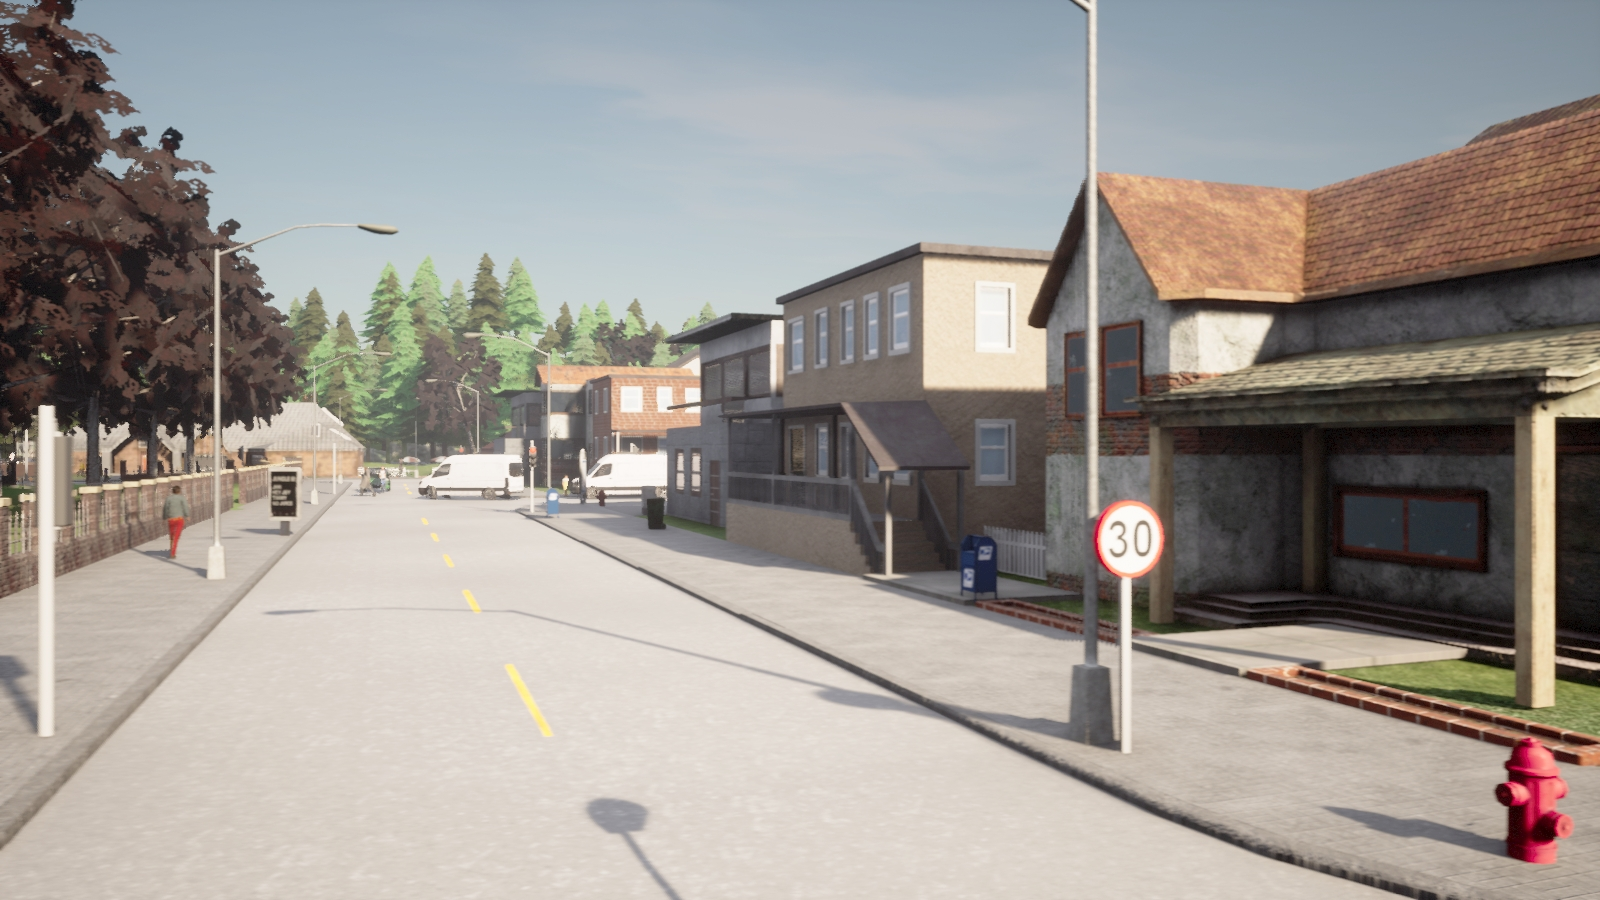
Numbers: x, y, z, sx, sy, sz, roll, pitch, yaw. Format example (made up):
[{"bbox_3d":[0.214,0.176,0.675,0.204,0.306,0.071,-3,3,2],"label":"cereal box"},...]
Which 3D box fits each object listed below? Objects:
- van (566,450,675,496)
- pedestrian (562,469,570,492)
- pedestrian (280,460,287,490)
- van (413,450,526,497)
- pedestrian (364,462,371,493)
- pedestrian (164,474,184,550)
[{"bbox_3d":[-10.295,1.315,65.694,5.915,2.561,1.988,0,0,-20],"label":"van"},{"bbox_3d":[-13.761,1.797,67.160,0.375,1.300,0.375,0,0,-29],"label":"pedestrian"},{"bbox_3d":[-31.809,1.525,70.346,0.375,1.860,0.375,0,0,-20],"label":"pedestrian"},{"bbox_3d":[-18.710,1.316,64.744,5.915,2.561,1.988,0,1,14],"label":"van"},{"bbox_3d":[-25.821,1.629,68.170,0.375,1.860,0.375,0,0,-16],"label":"pedestrian"},{"bbox_3d":[-15.538,1.525,28.357,0.375,1.860,0.375,0,0,-18],"label":"pedestrian"}]
